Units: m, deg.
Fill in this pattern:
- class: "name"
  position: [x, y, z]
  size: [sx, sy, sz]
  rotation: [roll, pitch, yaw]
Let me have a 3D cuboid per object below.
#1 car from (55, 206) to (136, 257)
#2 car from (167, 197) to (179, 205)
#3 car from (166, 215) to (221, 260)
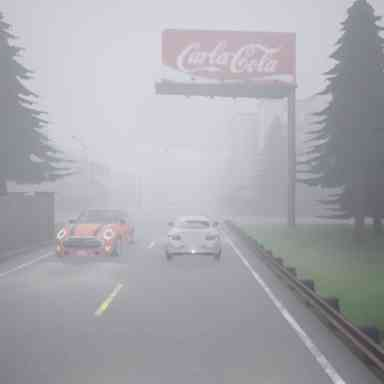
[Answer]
- class: "car"
  position: [-3.565, 1.399, 13.013]
  size: [2.097, 1.767, 4.553]
  rotation: [0, 0, 0]
- class: "car"
  position: [-3.525, 1.754, 62.187]
  size: [1.812, 1.442, 4.674]
  rotation: [0, 0, 1]
- class: "car"
  position: [0.059, 1.572, 12.491]
  size: [1.812, 1.442, 4.674]
  rotation: [0, 0, 0]
